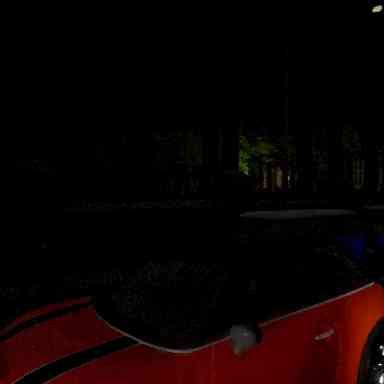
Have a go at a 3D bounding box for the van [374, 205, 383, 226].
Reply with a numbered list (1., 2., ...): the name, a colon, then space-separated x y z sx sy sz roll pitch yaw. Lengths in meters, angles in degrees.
1. van: 7.312 1.338 11.744 3.998 1.788 1.690 0 0 -35

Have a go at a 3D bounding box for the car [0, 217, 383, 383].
1. car: 0.185 1.352 3.506 4.553 1.767 2.097 0 0 -35

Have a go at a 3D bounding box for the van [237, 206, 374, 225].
1. van: 2.705 1.340 8.460 3.998 1.788 1.690 0 0 -35
